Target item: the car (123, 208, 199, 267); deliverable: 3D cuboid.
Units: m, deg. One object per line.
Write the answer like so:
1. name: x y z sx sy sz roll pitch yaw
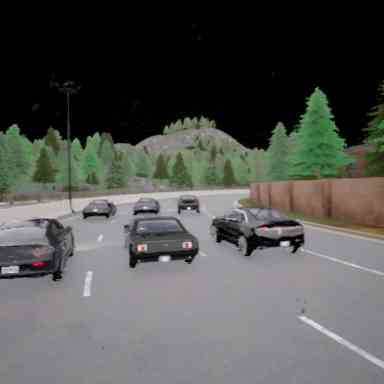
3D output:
1. car: -1.259 1.441 10.909 1.895 1.301 4.718 -1 1 -14

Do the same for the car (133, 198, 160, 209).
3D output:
1. car: -3.781 1.176 28.065 1.994 1.385 4.181 -1 1 -3

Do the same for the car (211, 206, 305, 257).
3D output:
1. car: 2.101 1.260 12.003 2.128 1.511 4.902 -1 1 -14

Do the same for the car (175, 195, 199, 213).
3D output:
1. car: -0.385 1.038 29.511 1.837 1.490 4.892 -1 1 -3

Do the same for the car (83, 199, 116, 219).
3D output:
1. car: -7.161 1.264 26.011 1.994 1.385 4.181 -1 1 -5

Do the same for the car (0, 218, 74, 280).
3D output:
1. car: -4.406 1.444 9.232 1.812 1.442 4.674 -1 1 -15
